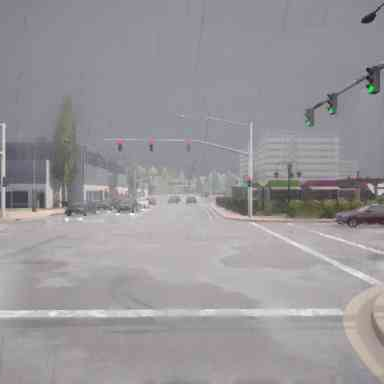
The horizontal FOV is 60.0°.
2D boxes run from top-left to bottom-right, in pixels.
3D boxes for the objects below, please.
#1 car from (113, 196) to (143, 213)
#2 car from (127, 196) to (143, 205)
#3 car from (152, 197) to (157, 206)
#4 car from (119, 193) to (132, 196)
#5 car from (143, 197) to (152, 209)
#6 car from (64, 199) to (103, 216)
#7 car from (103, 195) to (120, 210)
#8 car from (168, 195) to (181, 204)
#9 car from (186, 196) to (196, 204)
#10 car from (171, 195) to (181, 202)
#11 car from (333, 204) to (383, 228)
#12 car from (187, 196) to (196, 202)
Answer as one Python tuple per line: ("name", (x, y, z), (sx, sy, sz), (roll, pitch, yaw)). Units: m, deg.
("car", (-7.173, 1.519, 37.643), (1.837, 1.490, 4.892), (0, 0, 0))
("car", (-10.671, 1.571, 62.919), (2.033, 1.411, 5.357), (0, 0, 1))
("car", (-7.192, 1.585, 56.788), (1.994, 1.385, 4.181), (0, 0, 0))
("car", (-10.694, 1.241, 52.703), (2.150, 2.045, 5.566), (0, 0, 0))
("car", (-7.185, 1.543, 46.828), (1.812, 1.442, 4.674), (0, 0, 0))
("car", (-10.663, 1.560, 32.549), (2.033, 1.411, 5.357), (0, 0, 0))
("car", (-10.680, 1.521, 42.105), (1.837, 1.490, 4.892), (0, 0, 0))
("car", (-3.625, 1.572, 64.527), (2.033, 1.411, 5.357), (0, 0, 0))
("car", (-0.125, 1.516, 64.534), (2.128, 1.511, 4.902), (0, 0, 0))
("car", (-3.645, 1.453, 74.801), (1.994, 1.385, 4.181), (0, 0, 0))
("car", (11.763, 1.534, 21.889), (4.674, 1.442, 1.812), (0, 0, 1))
("car", (-0.145, 1.496, 74.839), (1.895, 1.301, 4.718), (0, 0, 0))
